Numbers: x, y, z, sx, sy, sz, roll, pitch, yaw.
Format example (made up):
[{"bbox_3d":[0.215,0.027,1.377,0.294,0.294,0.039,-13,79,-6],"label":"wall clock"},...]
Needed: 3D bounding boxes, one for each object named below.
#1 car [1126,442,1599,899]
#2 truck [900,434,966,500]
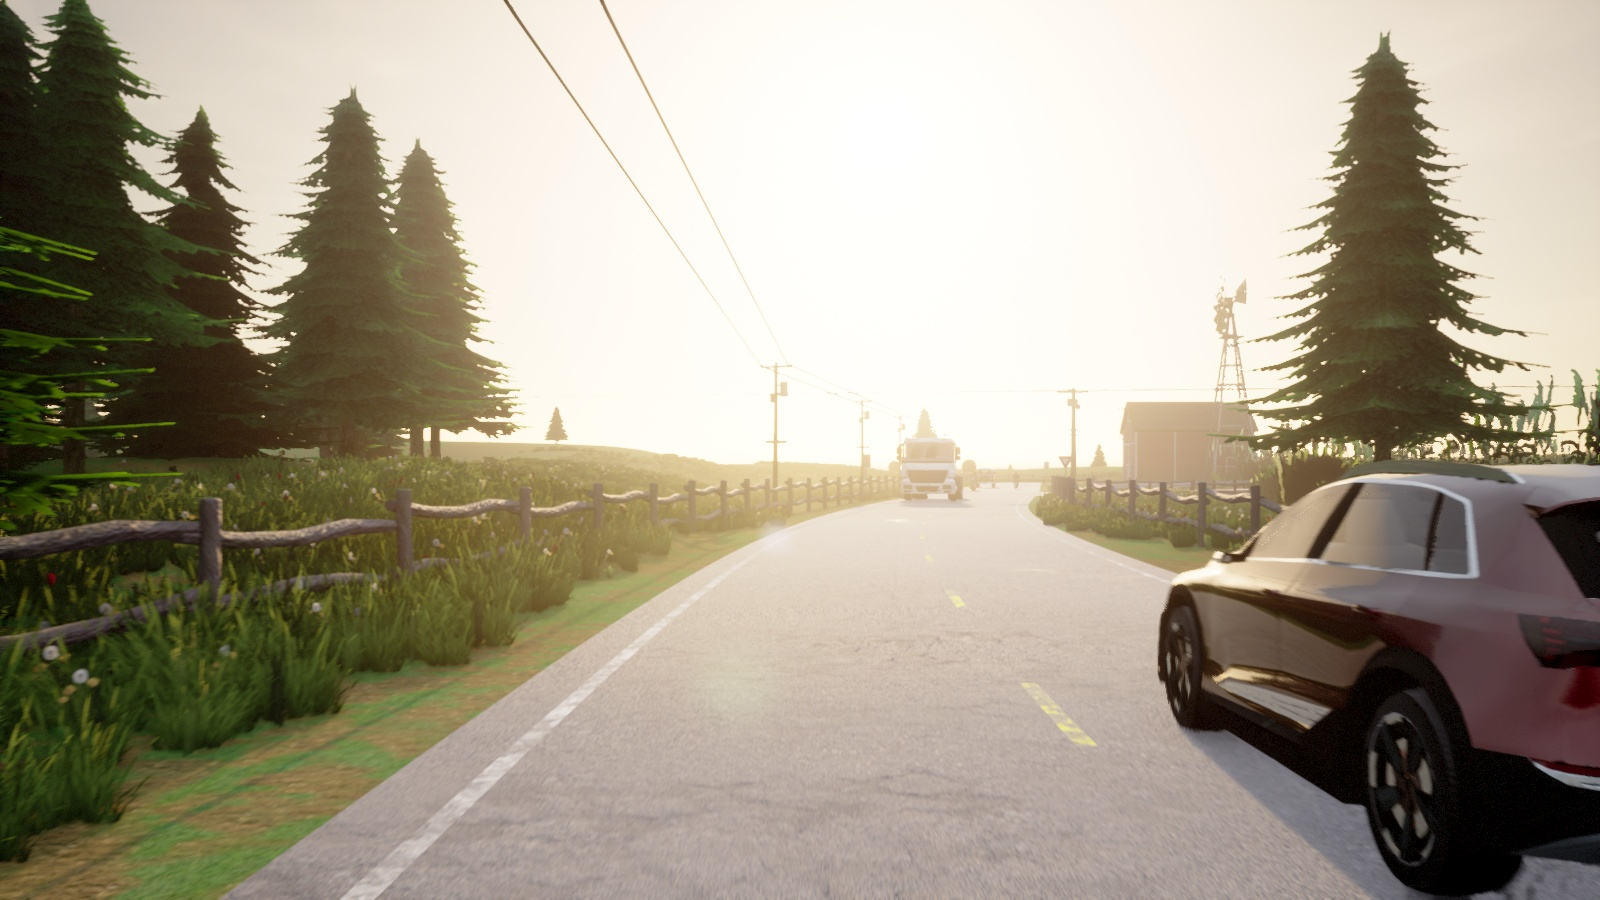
[{"bbox_3d":[3.240,0.836,6.219,2.033,1.649,4.856,0,-1,1],"label":"car"},{"bbox_3d":[7.461,0.969,69.594,2.891,3.462,7.936,0,-1,12],"label":"truck"}]
